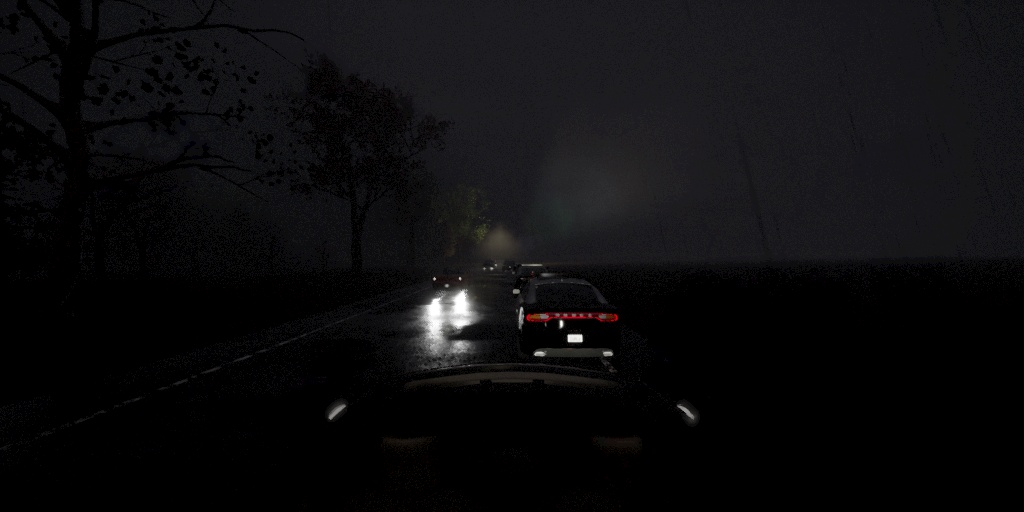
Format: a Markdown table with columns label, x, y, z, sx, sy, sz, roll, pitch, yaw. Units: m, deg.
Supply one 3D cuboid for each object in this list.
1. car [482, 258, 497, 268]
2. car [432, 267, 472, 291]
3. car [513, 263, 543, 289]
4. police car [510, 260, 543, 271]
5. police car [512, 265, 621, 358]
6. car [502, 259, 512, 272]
| label | x | y | z | sx | sy | sz | roll | pitch | yaw |
| --- | --- | --- | --- | --- | --- | --- | --- | --- | --- |
| car | -4.147 | 1.349 | 63.377 | 2.033 | 1.411 | 5.357 | 0 | 0 | -1 |
| car | -3.648 | 1.358 | 22.292 | 1.895 | 1.301 | 4.718 | 0 | 0 | 0 |
| car | 0.992 | 1.264 | 24.498 | 1.837 | 1.490 | 4.892 | 0 | 0 | 0 |
| police car | 1.025 | 1.181 | 18.601 | 1.930 | 1.638 | 5.238 | 0 | 0 | 0 |
| police car | 1.054 | 1.176 | 8.592 | 1.930 | 1.638 | 5.238 | 0 | 0 | 0 |
| car | -0.268 | 1.345 | 47.194 | 1.994 | 1.385 | 4.181 | 0 | 0 | 0 |
